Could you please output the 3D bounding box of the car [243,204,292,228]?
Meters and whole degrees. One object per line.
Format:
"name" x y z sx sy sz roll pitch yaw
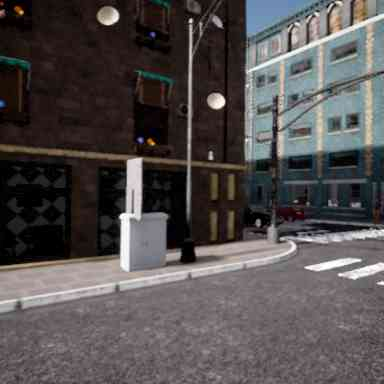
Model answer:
"car" 4.201 1.639 23.204 1.837 1.490 4.892 1 -1 -35

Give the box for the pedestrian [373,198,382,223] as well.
"pedestrian" 13.776 1.386 24.788 0.375 1.860 0.375 1 0 -35

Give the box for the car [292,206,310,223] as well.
"car" 7.861 1.827 28.060 1.802 1.307 4.206 1 -1 -35

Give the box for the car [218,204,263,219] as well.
"car" 4.686 1.856 32.579 1.947 1.339 4.313 1 -1 -35
